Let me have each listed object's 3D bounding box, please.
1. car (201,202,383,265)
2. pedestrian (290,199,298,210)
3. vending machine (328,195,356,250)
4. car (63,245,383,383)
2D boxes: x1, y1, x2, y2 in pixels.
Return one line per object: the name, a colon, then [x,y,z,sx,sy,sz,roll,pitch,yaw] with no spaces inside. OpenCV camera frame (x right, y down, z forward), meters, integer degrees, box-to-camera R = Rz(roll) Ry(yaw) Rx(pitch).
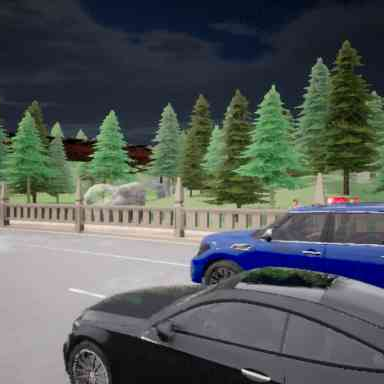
car: [2.660,1.219,6.339,5.566,2.045,2.150,0,0,33]
pedestrian: [4.059,1.142,13.010,0.375,1.860,0.375,0,0,33]
vending machine: [6.079,1.195,13.466,0.880,2.100,1.100,0,0,33]
car: [0.725,1.526,3.319,4.674,1.442,1.812,0,0,34]
